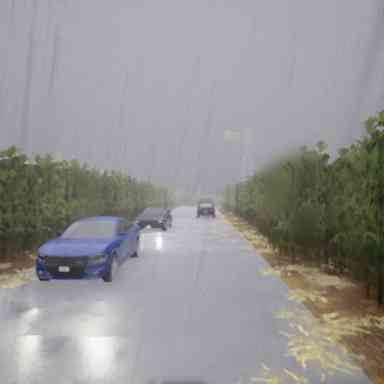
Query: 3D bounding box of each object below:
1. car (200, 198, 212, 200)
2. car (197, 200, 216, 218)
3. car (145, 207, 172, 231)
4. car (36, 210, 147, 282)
[{"bbox_3d":[1.928,1.833,46.212,2.150,2.045,5.566,0,-1,3],"label":"car"},{"bbox_3d":[1.525,1.948,36.145,1.882,1.535,5.008,0,-1,3],"label":"car"},{"bbox_3d":[-2.363,1.679,21.713,2.033,1.411,5.357,0,-1,3],"label":"car"},{"bbox_3d":[-2.842,1.506,10.135,1.882,1.535,5.008,0,0,2],"label":"car"}]
